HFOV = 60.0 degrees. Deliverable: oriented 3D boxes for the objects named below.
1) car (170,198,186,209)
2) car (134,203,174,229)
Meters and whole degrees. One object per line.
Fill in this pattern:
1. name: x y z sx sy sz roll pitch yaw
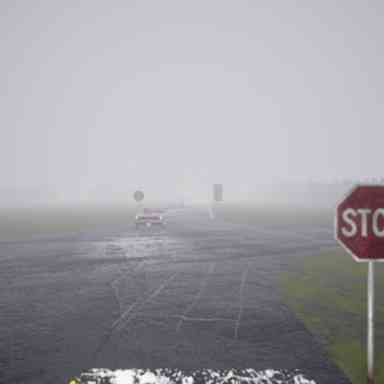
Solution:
1. car: -1.833 1.522 44.001 1.812 1.442 4.674 0 0 2
2. car: -2.511 1.598 21.767 1.895 1.301 4.718 0 0 1
